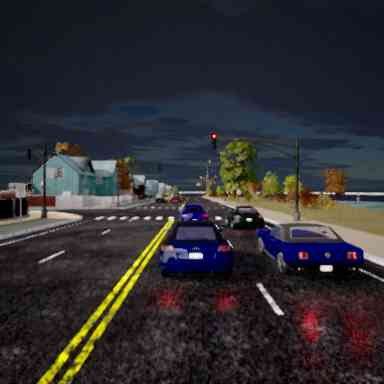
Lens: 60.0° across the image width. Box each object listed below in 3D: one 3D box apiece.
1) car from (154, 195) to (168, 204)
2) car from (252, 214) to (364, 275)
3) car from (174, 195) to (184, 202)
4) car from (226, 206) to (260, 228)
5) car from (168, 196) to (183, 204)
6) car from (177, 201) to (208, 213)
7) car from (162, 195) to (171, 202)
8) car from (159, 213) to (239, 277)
[{"bbox_3d":[-6.492,1.643,68.116,1.994,1.385,4.181,0,0,0],"label":"car"},{"bbox_3d":[3.354,1.607,10.475,1.895,1.301,4.718,0,0,0],"label":"car"},{"bbox_3d":[-3.240,1.652,83.609,2.128,1.511,4.902,0,0,0],"label":"car"},{"bbox_3d":[3.352,1.578,21.515,1.994,1.385,4.181,0,0,0],"label":"car"},{"bbox_3d":[-3.243,1.566,68.118,1.882,1.535,5.008,0,0,0],"label":"car"},{"bbox_3d":[0.088,1.540,21.607,1.812,1.442,4.674,0,0,-2],"label":"car"},{"bbox_3d":[-6.490,1.604,83.609,1.882,1.535,5.008,0,0,0],"label":"car"},{"bbox_3d":[0.101,1.569,10.302,1.994,1.385,4.181,0,0,0],"label":"car"}]
